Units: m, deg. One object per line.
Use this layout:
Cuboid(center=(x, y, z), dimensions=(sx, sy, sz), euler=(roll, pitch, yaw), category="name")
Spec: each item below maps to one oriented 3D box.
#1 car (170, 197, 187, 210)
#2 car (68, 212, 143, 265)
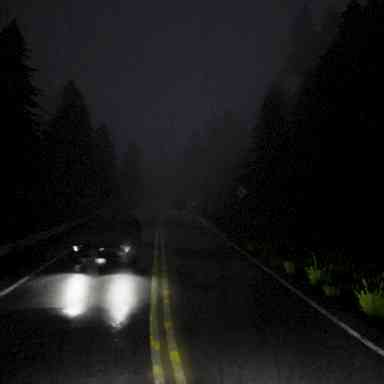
Cuboid(center=(-1.687, 1.346, 41.927), dimensions=(2.128, 1.511, 4.902), euler=(2, 0, -3), category="car")
Cuboid(center=(-2.682, 1.421, 11.477), dimensions=(2.033, 1.411, 5.357), euler=(2, 0, -6), category="car")
